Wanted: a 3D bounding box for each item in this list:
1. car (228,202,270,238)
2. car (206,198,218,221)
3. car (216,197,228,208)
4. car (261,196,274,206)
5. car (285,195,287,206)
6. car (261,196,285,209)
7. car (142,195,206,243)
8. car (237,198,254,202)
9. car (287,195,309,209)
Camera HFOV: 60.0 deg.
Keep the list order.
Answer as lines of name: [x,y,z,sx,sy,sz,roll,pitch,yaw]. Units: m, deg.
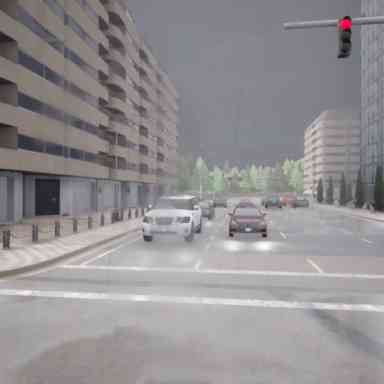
car: [2.957,1.497,17.851,1.812,1.442,4.674,0,0,8]
car: [0.805,1.494,26.937,1.812,1.442,4.674,0,0,9]
car: [3.909,1.471,46.169,1.837,1.490,4.892,0,0,10]
car: [12.387,1.472,54.707,1.837,1.490,4.892,0,0,9]
car: [15.840,1.321,54.131,2.097,1.767,4.553,0,0,9]
car: [10.903,1.321,44.969,2.097,1.767,4.553,0,0,9]
car: [-0.786,1.191,16.461,2.150,2.045,5.566,0,0,8]
car: [4.650,1.533,28.807,1.994,1.385,4.181,0,0,10]
car: [14.311,1.462,44.141,2.128,1.511,4.902,0,0,10]
